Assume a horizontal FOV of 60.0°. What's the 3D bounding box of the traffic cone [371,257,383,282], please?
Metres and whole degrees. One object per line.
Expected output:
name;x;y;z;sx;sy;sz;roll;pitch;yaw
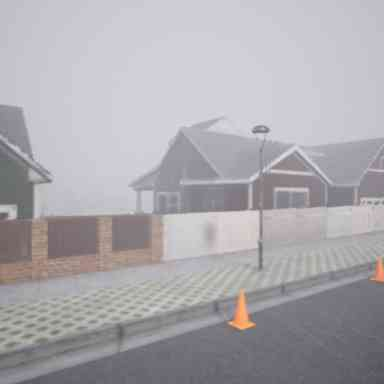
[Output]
traffic cone;4.885;1.986;8.643;0.340;0.580;0.340;0;0;-36

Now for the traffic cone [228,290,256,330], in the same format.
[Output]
traffic cone;0.855;1.972;5.695;0.340;0.580;0.340;0;0;-36
